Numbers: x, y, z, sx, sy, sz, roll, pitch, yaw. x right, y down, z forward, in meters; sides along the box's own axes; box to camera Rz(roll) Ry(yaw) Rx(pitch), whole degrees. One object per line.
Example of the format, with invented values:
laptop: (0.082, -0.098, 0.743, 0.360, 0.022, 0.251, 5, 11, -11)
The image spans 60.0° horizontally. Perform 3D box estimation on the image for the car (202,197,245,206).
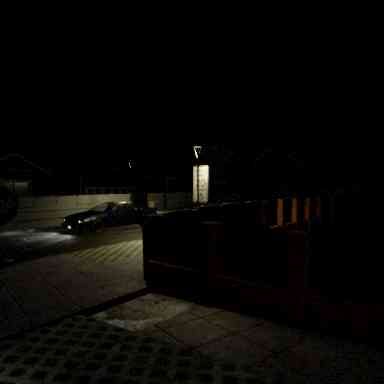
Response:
car: (2.790, 1.079, 25.541, 1.895, 1.301, 4.718, 1, 2, 44)

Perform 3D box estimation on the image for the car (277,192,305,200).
car: (10.279, 0.757, 32.807, 5.008, 1.535, 1.882, -1, 2, -42)

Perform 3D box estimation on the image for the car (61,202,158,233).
car: (-4.125, 1.238, 17.900, 2.033, 1.411, 5.357, 1, 2, 41)

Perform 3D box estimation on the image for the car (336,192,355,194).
car: (15.892, 0.727, 33.871, 4.892, 1.490, 1.837, -1, 1, -41)
